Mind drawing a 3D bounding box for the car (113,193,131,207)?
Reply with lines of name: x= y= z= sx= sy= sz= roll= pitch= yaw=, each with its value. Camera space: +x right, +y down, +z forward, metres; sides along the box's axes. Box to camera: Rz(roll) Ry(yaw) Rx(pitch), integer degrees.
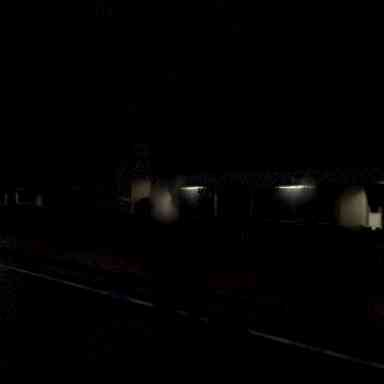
car: x=-9.594 y=1.187 z=51.570 sx=2.150 sy=2.045 sz=5.566 roll=0 pitch=0 yaw=36
